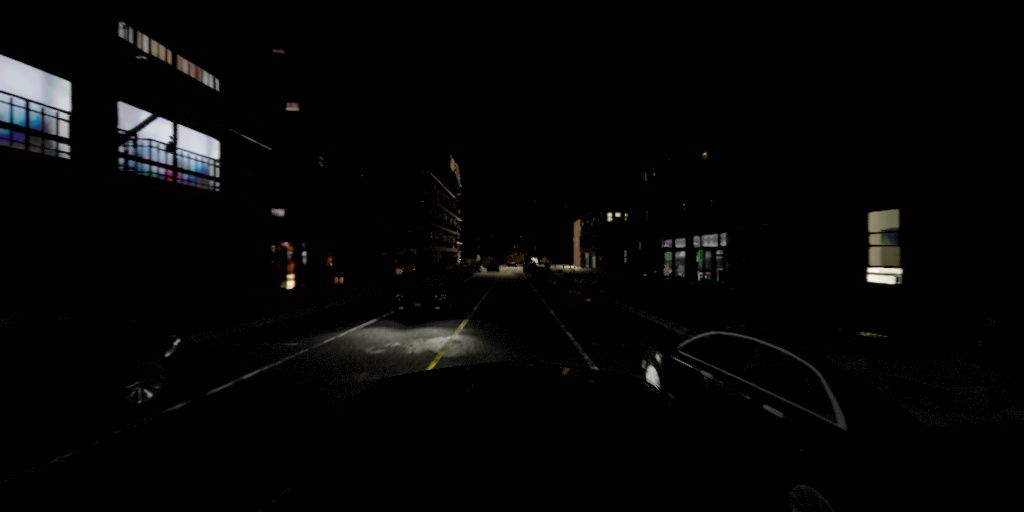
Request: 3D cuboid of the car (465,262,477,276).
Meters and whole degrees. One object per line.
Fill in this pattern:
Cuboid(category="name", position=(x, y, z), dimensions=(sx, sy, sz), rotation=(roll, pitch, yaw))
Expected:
Cuboid(category="car", position=(-5.675, 1.622, 43.223), dimensions=(1.967, 1.591, 4.097), rotation=(0, 0, 0))

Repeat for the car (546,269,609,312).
Cuboid(category="car", position=(2.696, 1.431, 14.805), dimensions=(1.888, 1.381, 4.507), rotation=(0, 0, 0))

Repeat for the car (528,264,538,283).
Cuboid(category="car", position=(2.702, 1.629, 31.837), dimensions=(1.948, 1.339, 4.313), rotation=(0, 0, 0))

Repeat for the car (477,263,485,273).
Cuboid(category="car", position=(-5.670, 1.740, 54.577), dimensions=(1.967, 1.591, 4.097), rotation=(0, 0, 0))

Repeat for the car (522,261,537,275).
Cuboid(category="car", position=(2.708, 1.806, 48.869), dimensions=(1.948, 1.339, 4.313), rotation=(0, 0, 0))

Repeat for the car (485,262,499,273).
Cuboid(category="car", position=(-3.025, 1.799, 56.580), dimensions=(1.882, 1.535, 5.008), rotation=(0, 0, 1))

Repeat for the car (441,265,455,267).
Cuboid(category="car", position=(-5.681, 1.571, 26.192), dimensions=(1.948, 1.339, 4.313), rotation=(0, 0, 0))

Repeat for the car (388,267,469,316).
Cuboid(category="car", position=(-3.093, 1.358, 14.290), dimensions=(1.882, 1.535, 5.008), rotation=(0, -1, 0))

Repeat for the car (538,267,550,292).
Cuboid(category="car", position=(2.698, 1.470, 20.653), dimensions=(1.751, 1.417, 4.829), rotation=(0, 0, 0))

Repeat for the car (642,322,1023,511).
Cuboid(category="car", position=(2.691, 1.318, 3.451), dimensions=(2.007, 1.370, 4.403), rotation=(0, 0, 0))

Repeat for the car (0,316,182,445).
Cuboid(category="car", position=(-5.690, 1.335, 3.483), dimensions=(1.948, 1.339, 4.313), rotation=(0, 0, 0))

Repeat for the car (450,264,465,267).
Cuboid(category="car", position=(-5.679, 1.504, 31.869), dimensions=(1.967, 1.591, 4.097), rotation=(0, 0, 0))
